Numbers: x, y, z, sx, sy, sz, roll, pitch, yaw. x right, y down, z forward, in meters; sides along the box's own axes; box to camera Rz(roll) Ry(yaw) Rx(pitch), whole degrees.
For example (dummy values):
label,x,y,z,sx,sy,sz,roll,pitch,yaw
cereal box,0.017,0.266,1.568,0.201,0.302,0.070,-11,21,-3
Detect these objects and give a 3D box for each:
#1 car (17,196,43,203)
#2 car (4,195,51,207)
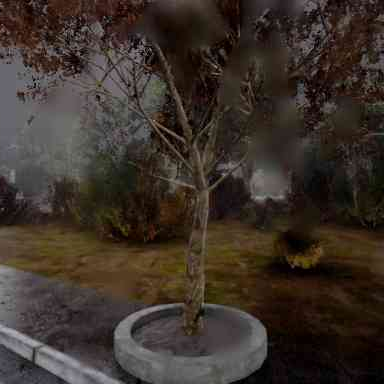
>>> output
label,x,y,z,sx,sy,sz,roll,pitch,yaw
car,-18.664,1.259,36.763,1.812,1.442,4.674,1,0,32
car,-22.051,1.216,44.885,2.033,1.411,5.357,1,0,32
